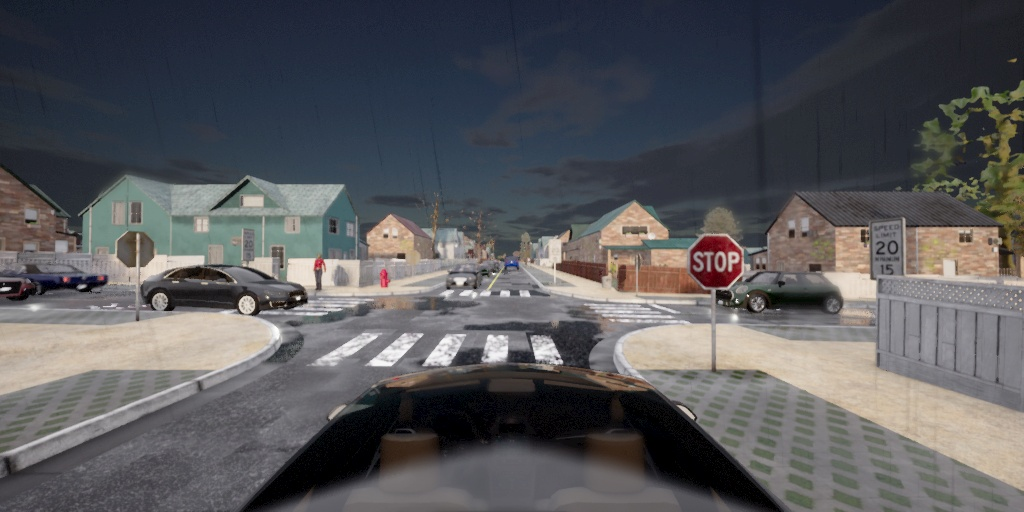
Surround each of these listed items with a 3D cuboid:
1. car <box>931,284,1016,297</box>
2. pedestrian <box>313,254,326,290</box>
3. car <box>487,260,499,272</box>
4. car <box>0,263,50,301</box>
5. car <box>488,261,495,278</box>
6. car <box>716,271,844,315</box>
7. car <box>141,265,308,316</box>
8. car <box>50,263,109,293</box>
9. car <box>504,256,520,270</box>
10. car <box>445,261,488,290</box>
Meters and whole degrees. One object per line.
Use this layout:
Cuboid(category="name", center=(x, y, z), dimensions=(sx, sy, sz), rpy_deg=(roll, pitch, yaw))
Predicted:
Cuboid(category="car", center=(19.975, 1.817, 15.090), dimensions=(4.181, 1.385, 1.994), rpy_deg=(1, -1, 0))
Cuboid(category="pedestrian", center=(-9.667, 0.772, 17.947), dimensions=(0.375, 1.860, 0.375), rpy_deg=(0, -2, 0))
Cuboid(category="car", center=(-2.945, 1.300, 44.948), dimensions=(1.837, 1.490, 4.892), rpy_deg=(0, 0, 0))
Cuboid(category="car", center=(-19.049, 0.894, 12.055), dimensions=(4.181, 1.385, 1.994), rpy_deg=(1, -1, -1))
Cuboid(category="car", center=(-2.921, 1.372, 34.260), dimensions=(1.895, 1.301, 4.718), rpy_deg=(0, 0, 0))
Cuboid(category="car", center=(10.976, 1.401, 15.047), dimensions=(4.553, 1.767, 2.097), rpy_deg=(1, -1, -1))
Cuboid(category="car", center=(-9.193, 1.048, 11.631), dimensions=(4.892, 1.490, 1.837), rpy_deg=(1, -1, 6))
Cuboid(category="car", center=(-20.262, 0.950, 15.050), dimensions=(4.718, 1.301, 1.895), rpy_deg=(1, -1, 0))
Cuboid(category="car", center=(-0.030, 1.047, 55.471), dimensions=(2.150, 2.045, 5.566), rpy_deg=(0, 0, 0))
Cuboid(category="car", center=(-2.897, 1.247, 22.339), dimensions=(2.128, 1.511, 4.902), rpy_deg=(0, 0, 0))
